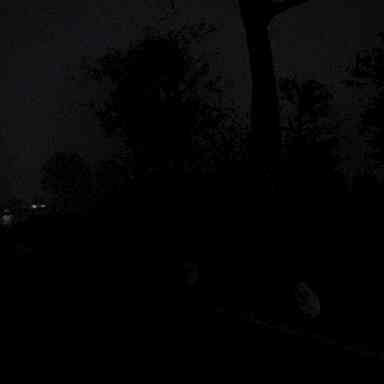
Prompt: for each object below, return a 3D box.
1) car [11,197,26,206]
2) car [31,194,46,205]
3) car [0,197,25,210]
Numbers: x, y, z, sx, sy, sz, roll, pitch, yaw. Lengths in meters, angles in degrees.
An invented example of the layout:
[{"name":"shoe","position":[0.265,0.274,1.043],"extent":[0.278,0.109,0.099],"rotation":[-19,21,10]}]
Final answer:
[{"name":"car","position":[-31.112,1.649,59.710],"extent":[2.033,1.411,5.357],"rotation":[0,0,-23]},{"name":"car","position":[-28.999,1.325,62.903],"extent":[2.150,2.045,5.566],"rotation":[0,0,-24]},{"name":"car","position":[-24.569,1.594,44.812],"extent":[1.837,1.490,4.892],"rotation":[1,-1,-4]}]
